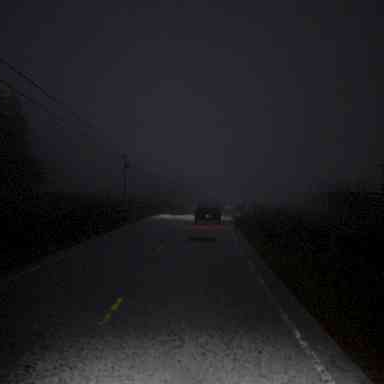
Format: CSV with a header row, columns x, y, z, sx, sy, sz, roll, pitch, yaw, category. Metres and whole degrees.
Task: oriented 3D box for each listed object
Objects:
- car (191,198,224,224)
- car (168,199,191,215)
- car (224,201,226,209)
x,y,z,sx,sy,sz,roll,pitch,yaw,category
1.263,1.488,25.145,1.882,1.535,5.008,0,0,5,car
-1.199,1.489,34.761,1.882,1.535,5.008,0,0,7,car
3.252,1.506,42.812,2.128,1.511,4.902,0,0,8,car
